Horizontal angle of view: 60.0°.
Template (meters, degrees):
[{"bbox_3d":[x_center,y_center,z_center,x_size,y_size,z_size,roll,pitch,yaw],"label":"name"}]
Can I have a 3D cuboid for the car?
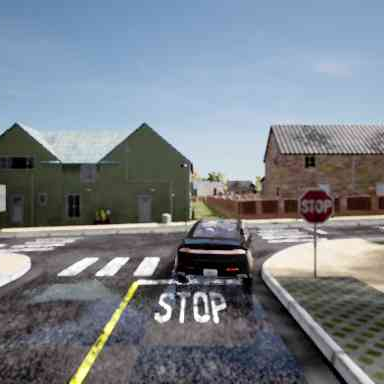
[{"bbox_3d":[0.837,1.508,9.540,2.128,1.511,4.902,0,0,10],"label":"car"}]
